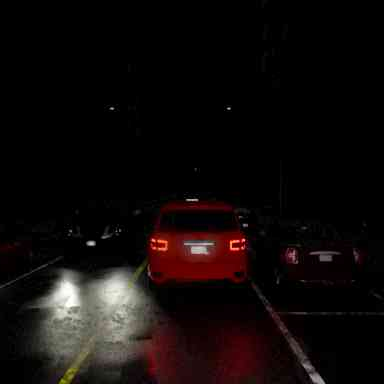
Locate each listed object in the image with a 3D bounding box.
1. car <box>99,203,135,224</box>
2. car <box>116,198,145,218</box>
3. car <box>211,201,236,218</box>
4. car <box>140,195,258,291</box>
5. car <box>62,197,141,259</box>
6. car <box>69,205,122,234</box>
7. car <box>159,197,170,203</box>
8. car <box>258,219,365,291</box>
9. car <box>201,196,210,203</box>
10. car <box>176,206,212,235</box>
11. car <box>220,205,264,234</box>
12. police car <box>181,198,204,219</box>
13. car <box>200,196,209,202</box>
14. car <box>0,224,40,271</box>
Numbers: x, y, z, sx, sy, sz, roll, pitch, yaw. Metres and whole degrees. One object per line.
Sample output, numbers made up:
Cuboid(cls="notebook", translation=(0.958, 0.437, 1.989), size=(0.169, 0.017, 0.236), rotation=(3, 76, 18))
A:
Cuboid(cls="car", translation=(-5.659, 1.583, 25.557), size=(1.802, 1.307, 4.206), rotation=(0, 0, 0))
Cuboid(cls="car", translation=(-5.656, 1.443, 31.058), size=(1.967, 1.590, 4.097), rotation=(0, 0, 0))
Cuboid(cls="car", translation=(2.870, 1.569, 31.054), size=(1.947, 1.339, 4.313), rotation=(0, 0, 0))
Cuboid(cls="car", translation=(0.108, 1.221, 9.133), size=(2.150, 2.045, 5.566), rotation=(0, 0, -1))
Cuboid(cls="car", translation=(-3.093, 1.221, 12.977), size=(2.150, 2.045, 5.566), rotation=(0, 0, 0))
Cuboid(cls="car", translation=(-5.661, 1.566, 20.055), size=(1.947, 1.339, 4.313), rotation=(0, 0, 0))
Cuboid(cls="car", translation=(-5.602, 1.625, 68.161), size=(1.802, 1.307, 4.206), rotation=(0, 0, 0))
Cuboid(cls="car", translation=(2.858, 1.440, 9.048), size=(1.967, 1.590, 4.097), rotation=(0, 0, 0))
Cuboid(cls="car", translation=(2.936, 1.578, 73.723), size=(1.752, 1.417, 4.829), rotation=(0, 0, 0))
Cuboid(cls="car", translation=(0.109, 1.602, 19.903), size=(1.895, 1.301, 4.718), rotation=(0, 0, 0))
Cuboid(cls="car", translation=(2.864, 1.551, 20.051), size=(2.008, 1.369, 4.403), rotation=(0, 0, 0))
Cuboid(cls="police car", translation=(0.015, 1.428, 30.166), size=(1.930, 1.638, 5.238), rotation=(0, 0, 0))
Cuboid(cls="car", translation=(2.948, 1.615, 78.961), size=(2.008, 1.369, 4.403), rotation=(0, 0, 0))
Cuboid(cls="car", translation=(-5.667, 1.582, 9.053), size=(1.802, 1.307, 4.206), rotation=(0, 0, 0))
